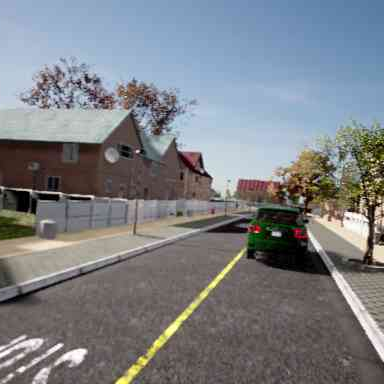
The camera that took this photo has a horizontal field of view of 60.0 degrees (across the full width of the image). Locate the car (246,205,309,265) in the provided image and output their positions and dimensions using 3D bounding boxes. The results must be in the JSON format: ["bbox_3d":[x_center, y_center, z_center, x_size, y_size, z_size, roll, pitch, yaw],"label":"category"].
[{"bbox_3d":[3.630,1.611,13.932,2.150,2.045,5.566,5,0,16],"label":"car"}]
